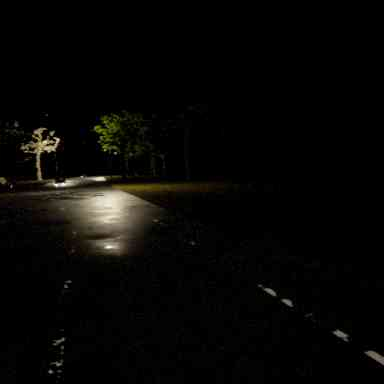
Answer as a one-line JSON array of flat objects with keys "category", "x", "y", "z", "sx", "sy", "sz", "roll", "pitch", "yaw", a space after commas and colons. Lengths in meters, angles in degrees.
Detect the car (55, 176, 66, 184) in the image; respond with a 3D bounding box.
[{"category": "car", "x": -29.977, "y": -2.767, "z": 75.696, "sx": 2.097, "sy": 1.767, "sz": 4.553, "roll": -4, "pitch": 5, "yaw": -16}]
